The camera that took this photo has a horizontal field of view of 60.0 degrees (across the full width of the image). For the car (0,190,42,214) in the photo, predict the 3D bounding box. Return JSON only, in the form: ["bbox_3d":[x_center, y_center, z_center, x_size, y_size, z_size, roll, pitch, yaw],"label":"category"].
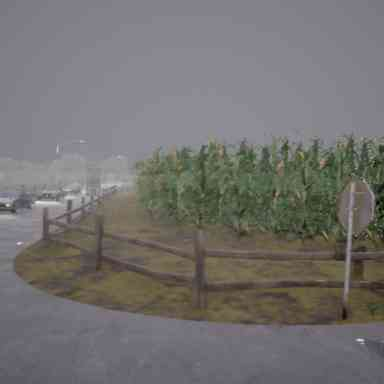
[{"bbox_3d":[-12.146,0.560,22.446,2.033,1.411,5.357,3,2,-9],"label":"car"}]

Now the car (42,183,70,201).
[{"bbox_3d":[-13.870,0.106,33.115,1.994,1.385,4.181,3,2,-9],"label":"car"}]

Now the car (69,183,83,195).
[{"bbox_3d":[-15.527,-0.463,43.387,2.128,1.511,4.902,3,2,-9],"label":"car"}]
